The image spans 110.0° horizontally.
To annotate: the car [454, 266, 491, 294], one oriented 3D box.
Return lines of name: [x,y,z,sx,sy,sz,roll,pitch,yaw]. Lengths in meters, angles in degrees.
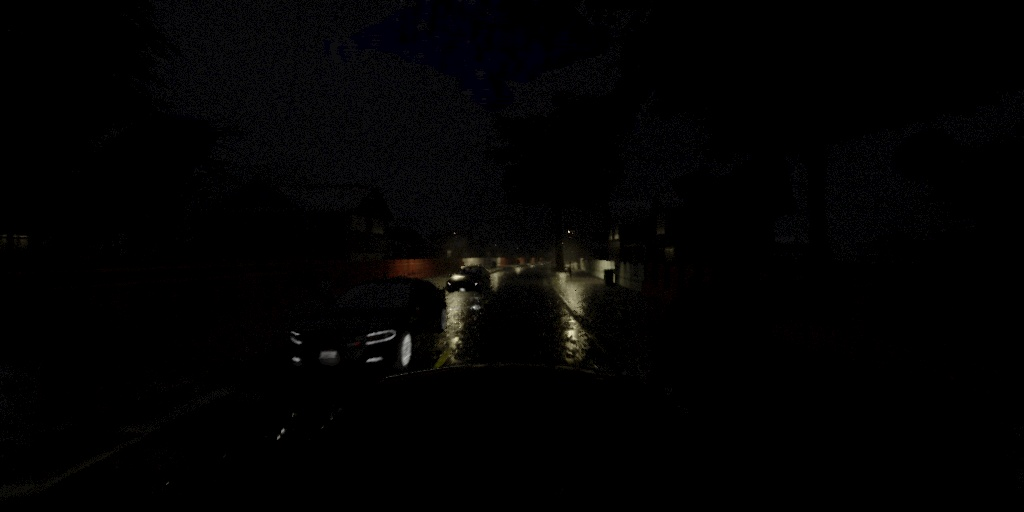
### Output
car: [-2.295,1.282,20.310,2.033,1.411,5.357,0,0,3]

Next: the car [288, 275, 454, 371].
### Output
car: [-2.732,1.222,7.923,1.882,1.535,5.008,0,0,1]
